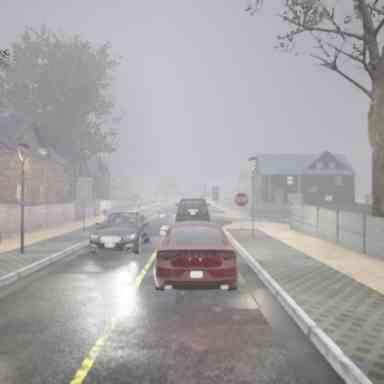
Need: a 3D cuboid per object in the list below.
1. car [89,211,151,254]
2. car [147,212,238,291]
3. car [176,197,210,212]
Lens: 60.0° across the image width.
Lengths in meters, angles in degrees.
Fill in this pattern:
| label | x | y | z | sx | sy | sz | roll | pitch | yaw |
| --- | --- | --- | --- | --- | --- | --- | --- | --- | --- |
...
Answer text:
| label | x | y | z | sx | sy | sz | roll | pitch | yaw |
| --- | --- | --- | --- | --- | --- | --- | --- | --- | --- |
| car | -2.810 | 1.576 | 13.905 | 2.128 | 1.511 | 4.902 | 0 | 0 | 0 |
| car | 0.082 | 1.533 | 9.197 | 1.882 | 1.535 | 5.008 | 0 | 0 | 0 |
| car | 0.051 | 1.364 | 22.812 | 2.150 | 2.045 | 5.566 | 0 | 0 | 0 |
